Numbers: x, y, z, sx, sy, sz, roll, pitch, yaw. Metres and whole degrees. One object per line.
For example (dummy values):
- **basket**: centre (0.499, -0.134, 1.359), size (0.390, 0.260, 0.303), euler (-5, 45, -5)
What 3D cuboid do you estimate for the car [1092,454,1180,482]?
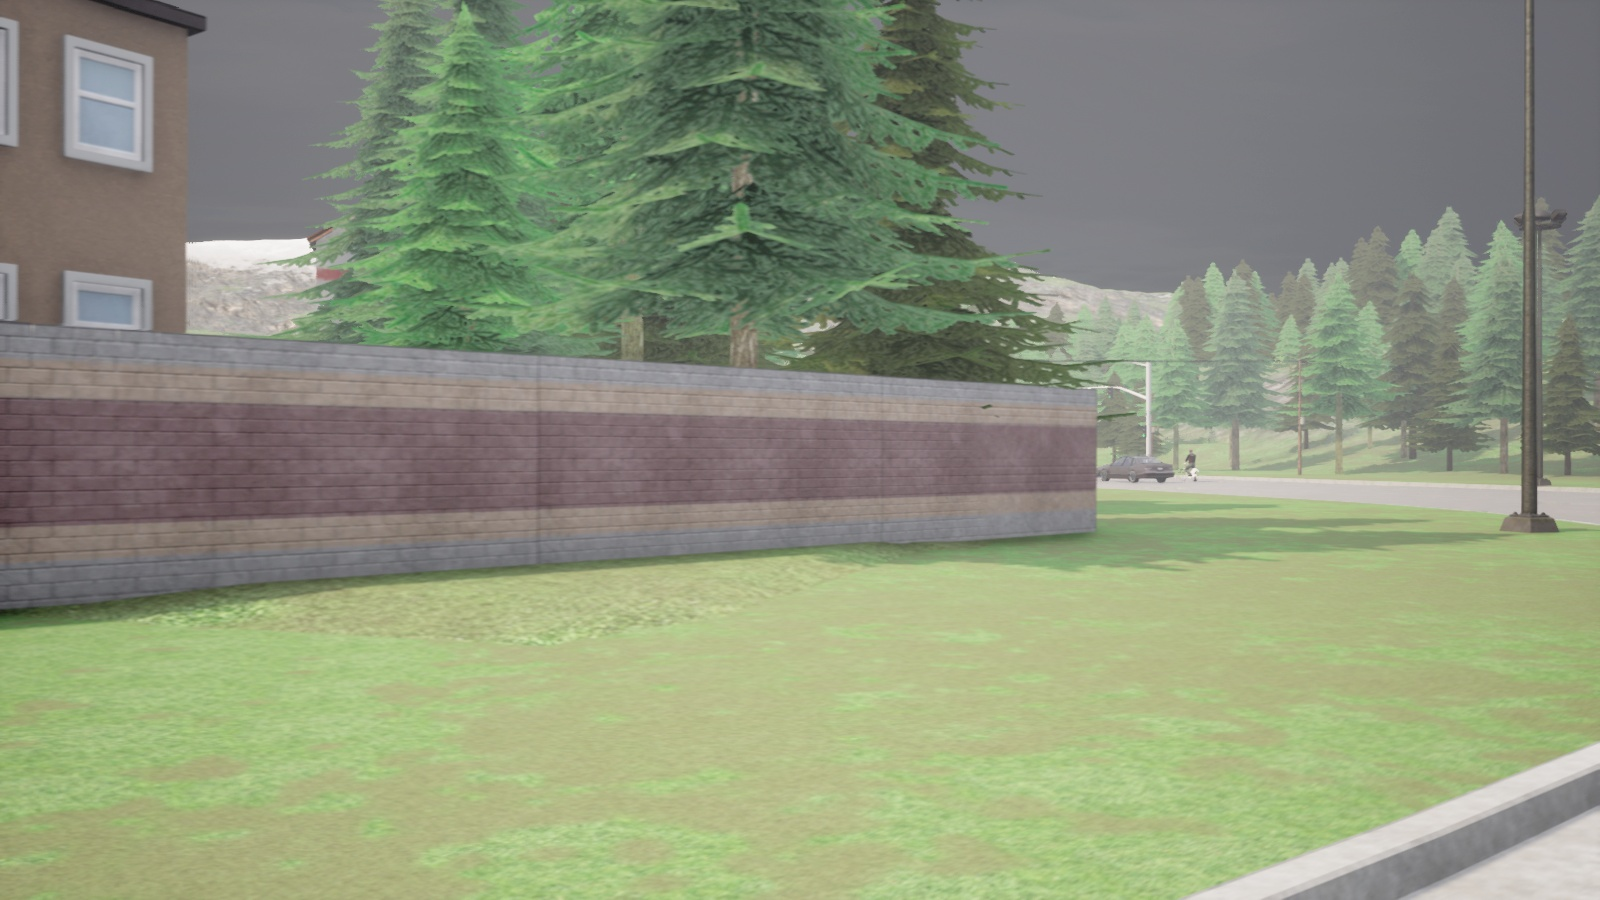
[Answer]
- **car**: centre (17.574, 0.927, 65.990), size (2.033, 1.411, 5.357), euler (0, 0, -15)
